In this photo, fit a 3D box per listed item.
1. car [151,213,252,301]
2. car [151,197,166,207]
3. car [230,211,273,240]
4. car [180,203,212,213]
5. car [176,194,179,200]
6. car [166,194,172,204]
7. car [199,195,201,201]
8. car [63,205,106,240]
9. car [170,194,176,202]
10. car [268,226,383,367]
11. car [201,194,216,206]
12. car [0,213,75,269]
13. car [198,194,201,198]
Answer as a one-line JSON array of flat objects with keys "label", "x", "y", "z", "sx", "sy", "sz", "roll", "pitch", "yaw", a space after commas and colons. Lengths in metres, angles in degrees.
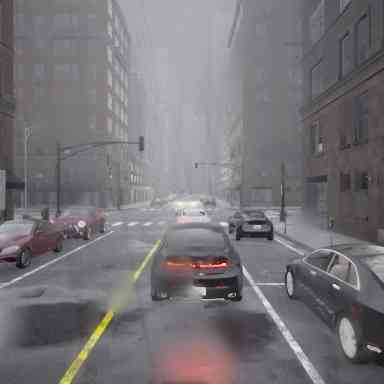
[{"label": "car", "x": 0.098, "y": 1.508, "z": 8.296, "sx": 1.837, "sy": 1.490, "sz": 4.892, "roll": 0, "pitch": 0, "yaw": 0}, {"label": "car", "x": -5.638, "y": 1.635, "z": 53.734, "sx": 1.802, "sy": 1.307, "sz": 4.206, "roll": 0, "pitch": 0, "yaw": 0}, {"label": "car", "x": 2.855, "y": 1.572, "z": 16.631, "sx": 1.947, "sy": 1.339, "sz": 4.313, "roll": 0, "pitch": 0, "yaw": 0}, {"label": "car", "x": 0.082, "y": 1.532, "z": 17.443, "sx": 1.812, "sy": 1.442, "sz": 4.674, "roll": 0, "pitch": 0, "yaw": -1}, {"label": "car", "x": -5.572, "y": 1.487, "z": 91.594, "sx": 2.192, "sy": 1.841, "sz": 5.009, "roll": 0, "pitch": 0, "yaw": 0}, {"label": "car", "x": -5.618, "y": 1.628, "z": 64.551, "sx": 2.008, "sy": 1.369, "sz": 4.403, "roll": 0, "pitch": 0, "yaw": 0}, {"label": "car", "x": 2.907, "y": 1.628, "z": 64.539, "sx": 2.008, "sy": 1.369, "sz": 4.403, "roll": 0, "pitch": 0, "yaw": 0}, {"label": "car", "x": -5.671, "y": 1.446, "z": 16.631, "sx": 1.967, "sy": 1.590, "sz": 4.097, "roll": 0, "pitch": 0, "yaw": 0}, {"label": "car", "x": -5.590, "y": 1.652, "z": 80.606, "sx": 1.752, "sy": 1.417, "sz": 4.829, "roll": 0, "pitch": 0, "yaw": 0}, {"label": "car", "x": 2.855, "y": 1.552, "z": 5.628, "sx": 2.008, "sy": 1.369, "sz": 4.403, "roll": 0, "pitch": 0, "yaw": 0}, {"label": "car", "x": 2.887, "y": 1.494, "z": 53.721, "sx": 1.967, "sy": 1.590, "sz": 4.097, "roll": 0, "pitch": 0, "yaw": 0}, {"label": "car", "x": -5.671, "y": 1.586, "z": 11.130, "sx": 1.802, "sy": 1.307, "sz": 4.206, "roll": 0, "pitch": 0, "yaw": 0}, {"label": "car", "x": 2.925, "y": 1.549, "z": 75.357, "sx": 1.967, "sy": 1.590, "sz": 4.097, "roll": 0, "pitch": 0, "yaw": 0}]
